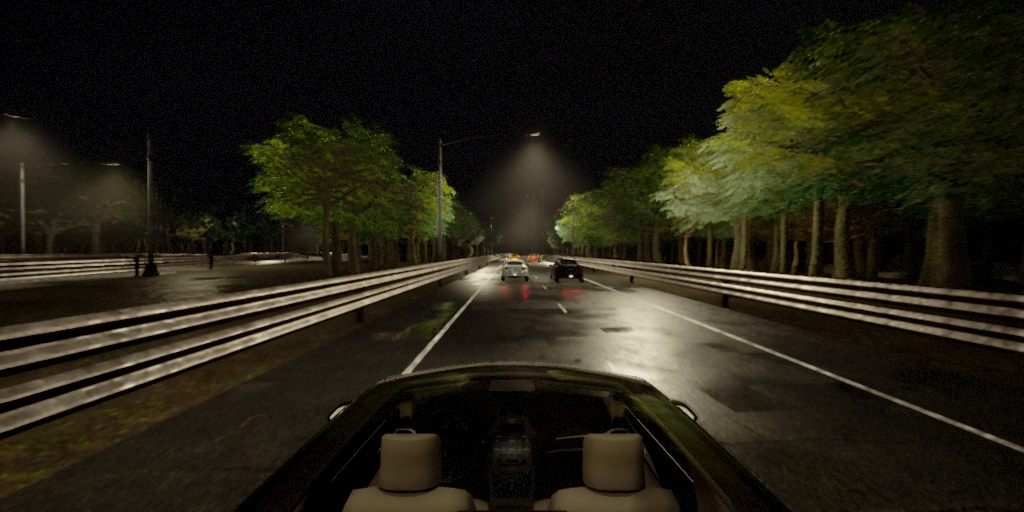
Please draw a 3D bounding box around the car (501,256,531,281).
[{"bbox_3d":[0.202,0.947,25.740,1.812,1.442,4.674,0,1,0],"label":"car"}]

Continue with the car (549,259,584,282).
[{"bbox_3d":[3.697,0.956,24.766,1.837,1.490,4.892,0,1,0],"label":"car"}]

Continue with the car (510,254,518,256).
[{"bbox_3d":[0.379,0.427,62.880,1.882,1.535,5.008,0,0,0],"label":"car"}]
